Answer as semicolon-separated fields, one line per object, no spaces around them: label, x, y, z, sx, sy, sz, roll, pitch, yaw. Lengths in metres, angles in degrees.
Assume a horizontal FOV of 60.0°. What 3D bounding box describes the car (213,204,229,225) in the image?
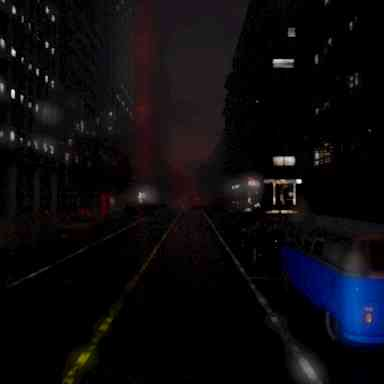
car;2.732;1.762;23.157;1.887;1.381;4.507;1;-1;0

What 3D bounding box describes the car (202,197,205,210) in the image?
car;2.718;1.683;40.128;2.192;1.841;5.009;1;-1;0

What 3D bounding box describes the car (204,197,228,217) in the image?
car;2.716;1.633;34.471;2.192;1.841;5.009;1;-1;0

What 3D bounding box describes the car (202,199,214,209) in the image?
car;2.723;2.041;57.265;1.752;1.417;4.829;1;0;0

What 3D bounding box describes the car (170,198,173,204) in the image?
car;-5.654;2.173;68.445;1.947;1.339;4.313;1;0;0

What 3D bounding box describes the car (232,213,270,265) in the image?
car;2.816;1.665;11.845;2.008;1.369;4.403;1;-1;0

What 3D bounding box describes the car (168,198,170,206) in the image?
car;-5.656;2.106;62.788;1.887;1.381;4.507;1;0;0

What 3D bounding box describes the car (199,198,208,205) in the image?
car;2.731;2.264;79.721;1.947;1.339;4.313;1;0;0

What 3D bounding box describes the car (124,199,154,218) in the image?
car;-5.664;1.634;34.507;2.192;1.841;5.009;1;-1;0

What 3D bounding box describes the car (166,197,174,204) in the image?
car;-5.645;2.184;85.418;1.967;1.590;4.097;1;0;0

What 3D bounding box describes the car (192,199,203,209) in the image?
car;0.922;1.968;56.884;1.801;1.575;5.366;0;0;0

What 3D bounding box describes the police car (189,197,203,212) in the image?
police car;0.918;1.852;46.804;1.930;1.638;5.238;0;0;0

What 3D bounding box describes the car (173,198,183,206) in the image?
car;-2.972;2.103;71.017;1.882;1.535;5.008;0;0;0

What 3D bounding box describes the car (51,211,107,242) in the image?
car;-5.741;1.691;17.367;1.752;1.417;4.829;1;-1;0

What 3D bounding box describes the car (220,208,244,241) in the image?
car;2.774;1.733;17.501;1.947;1.339;4.313;1;-1;0

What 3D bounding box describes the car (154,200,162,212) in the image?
car;-5.662;1.963;45.819;1.887;1.381;4.507;1;-1;0

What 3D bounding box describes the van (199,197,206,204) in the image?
van;2.736;2.084;85.380;1.690;1.788;3.998;1;0;0

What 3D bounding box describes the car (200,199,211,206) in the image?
car;2.727;2.158;68.408;2.008;1.369;4.403;1;0;0

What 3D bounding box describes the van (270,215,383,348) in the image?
van;2.834;1.402;6.187;1.690;1.788;3.998;1;-1;0

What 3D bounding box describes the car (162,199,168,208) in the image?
car;-5.659;2.097;57.131;1.802;1.307;4.206;1;0;0

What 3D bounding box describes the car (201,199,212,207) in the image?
car;2.724;2.127;62.751;1.947;1.339;4.313;1;0;0
